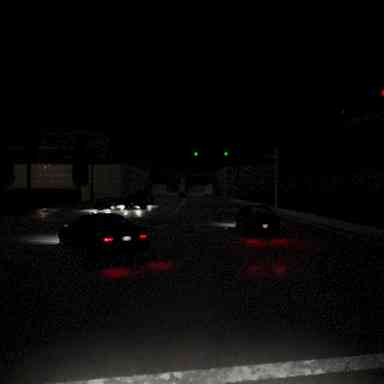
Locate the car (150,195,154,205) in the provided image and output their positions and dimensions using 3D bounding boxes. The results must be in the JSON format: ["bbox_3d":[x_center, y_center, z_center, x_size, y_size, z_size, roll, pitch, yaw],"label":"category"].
[{"bbox_3d":[-6.997,1.201,51.598,1.882,1.535,5.008,0,0,0],"label":"car"}]

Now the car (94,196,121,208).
[{"bbox_3d":[-10.511,1.325,40.802,1.812,1.442,4.674,0,0,1],"label":"car"}]

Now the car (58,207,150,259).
[{"bbox_3d":[-3.520,1.515,12.586,2.033,1.411,5.357,0,0,-35],"label":"car"}]

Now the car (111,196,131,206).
[{"bbox_3d":[-10.503,1.303,49.554,1.994,1.385,4.181,0,0,1],"label":"car"}]

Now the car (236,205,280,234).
[{"bbox_3d":[3.608,1.465,18.676,1.812,1.442,4.674,0,0,0],"label":"car"}]

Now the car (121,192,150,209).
[{"bbox_3d":[-7.008,1.012,41.817,2.150,2.045,5.566,0,0,1],"label":"car"}]
